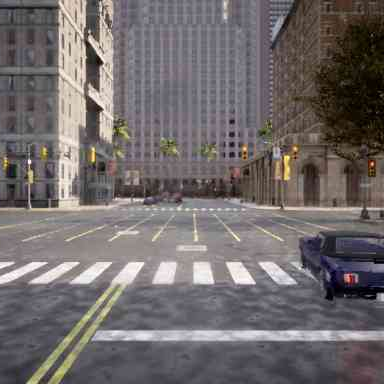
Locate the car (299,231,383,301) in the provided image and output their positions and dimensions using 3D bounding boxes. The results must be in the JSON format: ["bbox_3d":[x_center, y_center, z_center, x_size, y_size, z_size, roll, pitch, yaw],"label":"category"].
[{"bbox_3d":[3.864,1.602,8.173,1.895,1.301,4.718,0,0,10],"label":"car"}]

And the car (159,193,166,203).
[{"bbox_3d":[-7.027,1.538,71.077,2.033,1.411,5.357,0,0,0],"label":"car"}]

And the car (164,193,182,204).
[{"bbox_3d":[-3.645,1.491,63.777,2.128,1.511,4.902,0,0,1],"label":"car"}]

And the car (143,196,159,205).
[{"bbox_3d":[-7.186,1.524,57.009,1.812,1.442,4.674,0,0,1],"label":"car"}]

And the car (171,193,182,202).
[{"bbox_3d":[-3.490,1.223,75.366,2.150,2.045,5.566,0,0,0],"label":"car"}]
